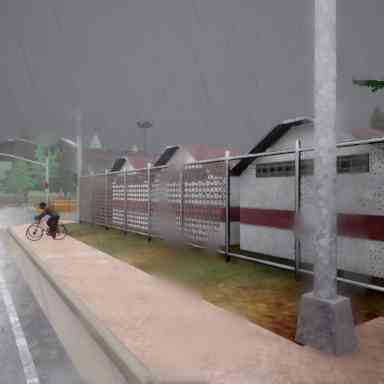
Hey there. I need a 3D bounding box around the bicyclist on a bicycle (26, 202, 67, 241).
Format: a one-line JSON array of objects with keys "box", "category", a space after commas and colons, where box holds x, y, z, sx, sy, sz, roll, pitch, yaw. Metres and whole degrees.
[{"box": [-6.278, 1.301, 14.363, 1.656, 1.620, 0.582, 0, 0, -14], "category": "bicyclist on a bicycle"}]

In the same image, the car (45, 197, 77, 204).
[{"box": [-19.508, 1.505, 50.096, 4.892, 1.490, 1.837, 0, 0, -35], "category": "car"}]

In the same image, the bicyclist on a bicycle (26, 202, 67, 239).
[{"box": [-6.794, 1.302, 15.583, 1.656, 1.620, 0.582, 0, 0, -39], "category": "bicyclist on a bicycle"}]
